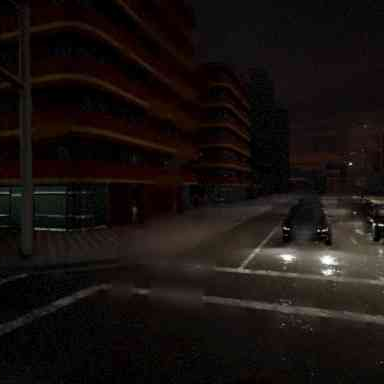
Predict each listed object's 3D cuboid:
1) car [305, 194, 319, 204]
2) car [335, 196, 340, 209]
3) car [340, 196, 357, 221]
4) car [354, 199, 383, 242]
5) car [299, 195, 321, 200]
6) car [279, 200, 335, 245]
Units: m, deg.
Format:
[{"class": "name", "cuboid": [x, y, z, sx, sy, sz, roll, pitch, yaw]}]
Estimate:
[{"class": "car", "cuboid": [18.028, 1.000, 50.000, 1.994, 1.385, 4.181, 0, 1, 20]}, {"class": "car", "cuboid": [16.493, 1.084, 35.811, 2.033, 1.411, 5.357, 0, 1, 20]}, {"class": "car", "cuboid": [12.174, 1.228, 23.983, 2.033, 1.411, 5.357, 0, 1, 20]}, {"class": "car", "cuboid": [8.862, 1.282, 14.890, 2.128, 1.511, 4.902, 0, 1, 20]}, {"class": "car", "cuboid": [8.186, 1.206, 23.262, 2.128, 1.511, 4.902, 0, 1, 20]}, {"class": "car", "cuboid": [5.065, 1.325, 14.694, 1.837, 1.490, 4.892, 0, 1, 20]}]
